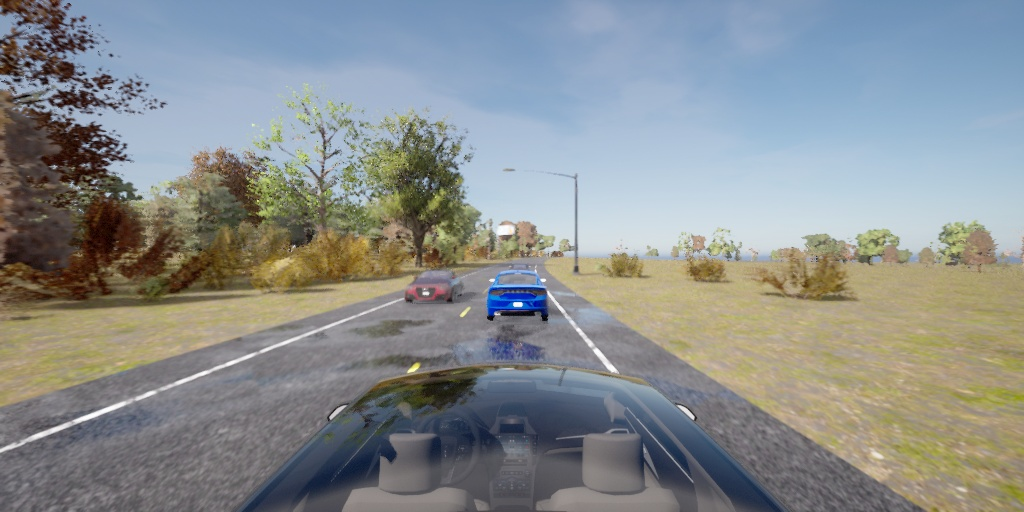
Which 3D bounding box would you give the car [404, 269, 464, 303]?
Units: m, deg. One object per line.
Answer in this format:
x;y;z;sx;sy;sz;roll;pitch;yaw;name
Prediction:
-3.424;1.314;16.393;1.994;1.385;4.181;0;0;1;car

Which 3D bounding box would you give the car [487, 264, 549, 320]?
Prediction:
0.204;1.229;12.676;1.882;1.535;5.008;0;0;1;car
